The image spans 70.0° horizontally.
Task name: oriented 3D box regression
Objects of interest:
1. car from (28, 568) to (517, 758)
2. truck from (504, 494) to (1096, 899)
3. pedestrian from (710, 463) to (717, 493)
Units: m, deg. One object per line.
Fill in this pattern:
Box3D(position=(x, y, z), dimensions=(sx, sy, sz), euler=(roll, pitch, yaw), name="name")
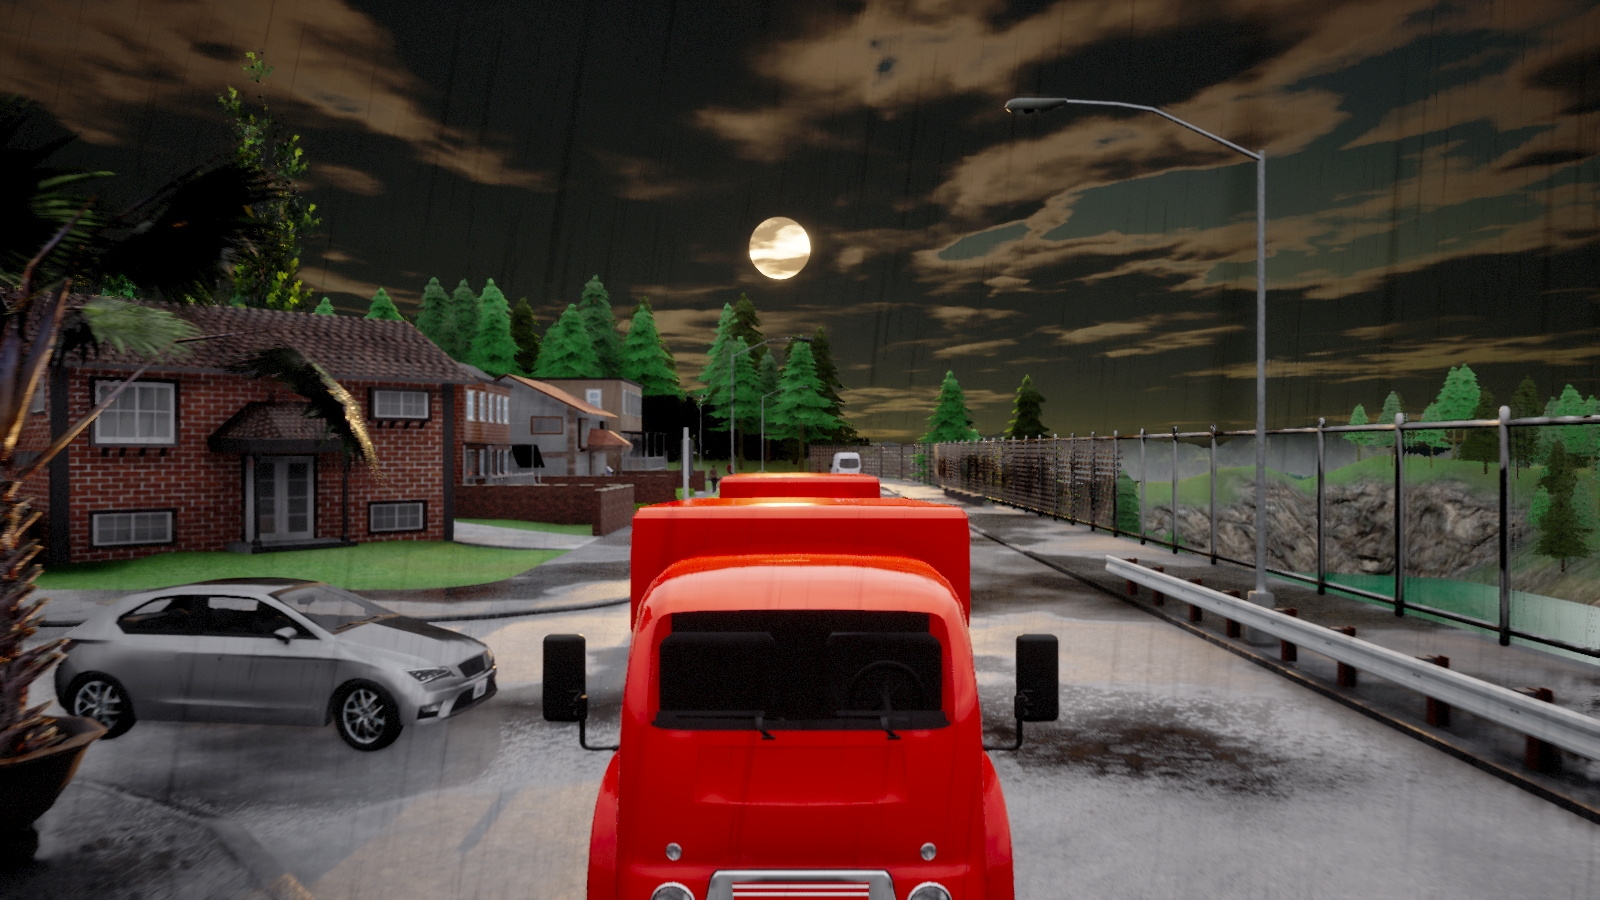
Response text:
Box3D(position=(-5.223, 2.062, 11.586), dimensions=(4.193, 1.474, 1.816), euler=(0, 0, 8), name="car")
Box3D(position=(-0.003, 1.580, 7.676), dimensions=(2.627, 2.467, 5.204), euler=(0, -1, 0), name="truck")
Box3D(position=(-5.331, 1.725, 70.569), dimensions=(0.375, 1.860, 0.375), euler=(0, 0, 0), name="pedestrian")
